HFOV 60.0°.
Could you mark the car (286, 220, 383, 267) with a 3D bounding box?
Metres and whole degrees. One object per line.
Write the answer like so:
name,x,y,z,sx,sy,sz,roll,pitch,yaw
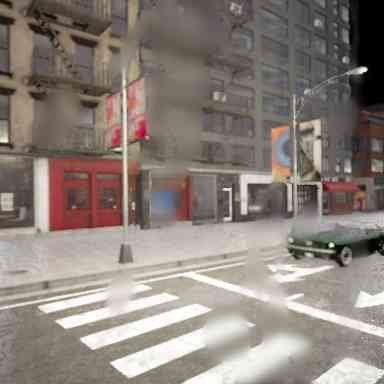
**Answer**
car,5.463,1.701,11.934,4.718,1.301,1.895,0,-1,-38
